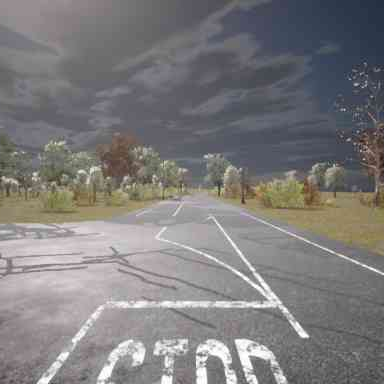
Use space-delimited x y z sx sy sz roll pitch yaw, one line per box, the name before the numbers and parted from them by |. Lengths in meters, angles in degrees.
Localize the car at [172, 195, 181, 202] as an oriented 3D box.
car | -3.457 1.431 73.423 1.812 1.442 4.674 0 0 0
